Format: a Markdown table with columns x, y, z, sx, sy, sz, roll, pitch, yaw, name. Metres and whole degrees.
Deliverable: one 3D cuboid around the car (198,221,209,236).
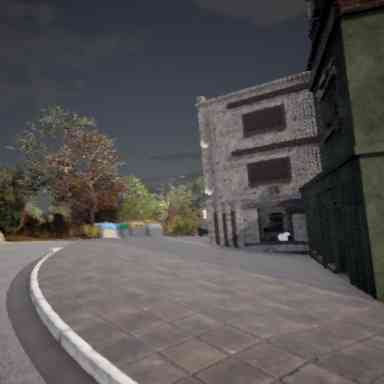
| x | y | z | sx | sy | sz | roll | pitch | yaw | name |
| --- | --- | --- | --- | --- | --- | --- | --- | --- | --- |
| 2.693 | 5.132 | 46.627 | 2.150 | 2.045 | 5.566 | -7 | -10 | 25 | car |
